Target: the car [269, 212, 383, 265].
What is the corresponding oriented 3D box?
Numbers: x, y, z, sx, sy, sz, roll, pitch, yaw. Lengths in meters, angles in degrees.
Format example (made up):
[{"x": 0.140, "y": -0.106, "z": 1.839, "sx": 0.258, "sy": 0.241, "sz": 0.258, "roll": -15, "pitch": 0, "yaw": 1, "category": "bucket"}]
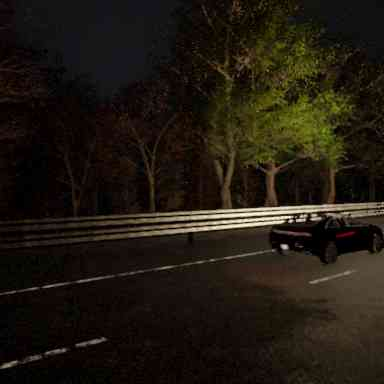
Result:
[{"x": 4.779, "y": 1.445, "z": 11.527, "sx": 4.902, "sy": 1.511, "sz": 2.128, "roll": 0, "pitch": 0, "yaw": -36, "category": "car"}]
